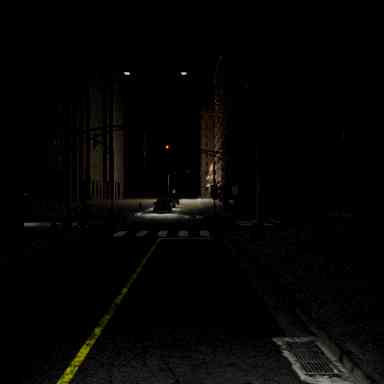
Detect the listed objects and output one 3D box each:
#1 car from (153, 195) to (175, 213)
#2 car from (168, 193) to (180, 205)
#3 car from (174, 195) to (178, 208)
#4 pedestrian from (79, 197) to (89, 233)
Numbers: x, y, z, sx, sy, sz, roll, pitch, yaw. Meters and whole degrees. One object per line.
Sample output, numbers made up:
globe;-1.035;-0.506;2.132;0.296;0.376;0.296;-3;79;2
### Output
car;-3.274;1.479;37.812;1.882;1.535;5.008;0;0;0
car;-3.355;1.222;58.484;2.150;2.045;5.566;0;0;0
car;-3.321;1.528;47.775;1.812;1.442;4.674;0;0;0
pedestrian;-5.352;1.144;16.576;0.375;1.860;0.375;0;0;0
